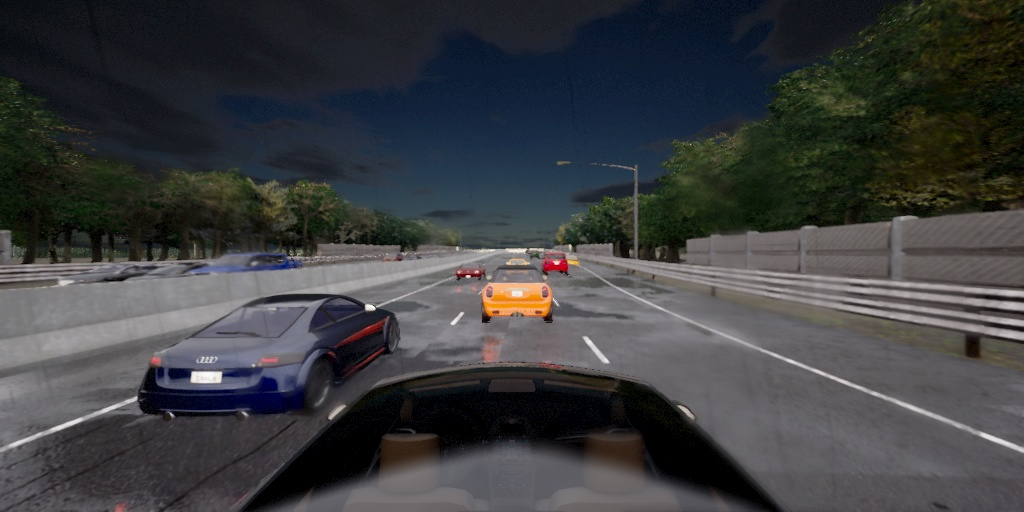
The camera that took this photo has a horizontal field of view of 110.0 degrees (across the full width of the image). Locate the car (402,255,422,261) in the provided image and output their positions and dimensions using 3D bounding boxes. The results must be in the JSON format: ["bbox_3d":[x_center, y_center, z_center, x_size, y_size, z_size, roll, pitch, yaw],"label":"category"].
[{"bbox_3d":[-16.417,0.569,60.128,1.994,1.385,4.181,0,1,2],"label":"car"}]

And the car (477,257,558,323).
[{"bbox_3d":[0.164,1.061,12.183,2.097,1.767,4.553,0,0,0],"label":"car"}]

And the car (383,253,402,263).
[{"bbox_3d":[-19.911,0.357,60.256,2.097,1.767,4.553,0,1,2],"label":"car"}]

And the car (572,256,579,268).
[{"bbox_3d":[7.672,0.732,47.374,1.882,1.535,5.008,0,1,3],"label":"car"}]

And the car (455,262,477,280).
[{"bbox_3d":[-3.088,1.157,27.986,1.895,1.301,4.718,0,1,1],"label":"car"}]

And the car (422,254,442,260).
[{"bbox_3d":[-12.923,0.498,60.003,2.128,1.511,4.902,0,1,2],"label":"car"}]

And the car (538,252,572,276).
[{"bbox_3d":[3.945,0.702,33.639,2.150,2.045,5.566,0,1,1],"label":"car"}]

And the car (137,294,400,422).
[{"bbox_3d":[-3.377,1.306,5.978,1.994,1.385,4.181,0,0,0],"label":"car"}]

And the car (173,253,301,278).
[{"bbox_3d":[-13.960,0.873,18.832,2.150,2.045,5.566,0,1,1],"label":"car"}]

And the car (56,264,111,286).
[{"bbox_3d":[-20.950,1.140,19.275,2.128,1.511,4.902,0,1,1],"label":"car"}]

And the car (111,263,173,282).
[{"bbox_3d":[-17.454,1.155,18.989,1.837,1.490,4.892,0,1,1],"label":"car"}]
